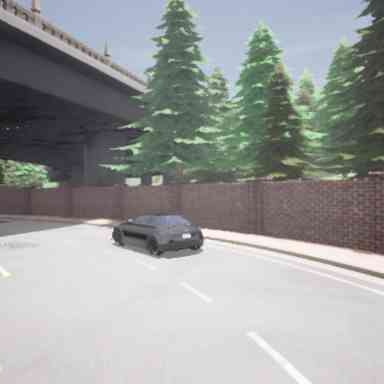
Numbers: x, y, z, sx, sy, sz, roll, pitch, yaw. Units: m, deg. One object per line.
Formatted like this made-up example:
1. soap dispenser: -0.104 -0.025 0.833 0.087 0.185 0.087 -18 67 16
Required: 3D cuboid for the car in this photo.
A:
1. car: -1.422 1.459 12.803 1.994 1.385 4.181 -1 1 -38
